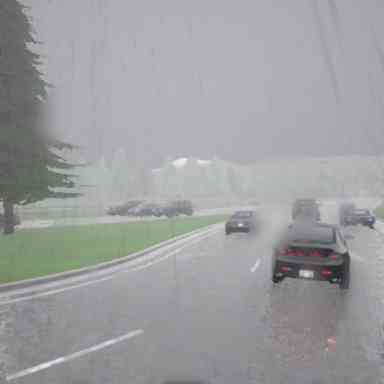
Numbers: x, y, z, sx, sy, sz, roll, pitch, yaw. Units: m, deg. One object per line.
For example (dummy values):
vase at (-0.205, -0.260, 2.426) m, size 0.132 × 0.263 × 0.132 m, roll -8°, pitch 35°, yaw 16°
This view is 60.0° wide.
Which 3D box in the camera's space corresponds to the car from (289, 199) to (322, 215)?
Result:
car at (10.500, 1.640, 30.329) m, size 2.150 × 2.045 × 5.566 m, roll -1°, pitch -1°, yaw 22°

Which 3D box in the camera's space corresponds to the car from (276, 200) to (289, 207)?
car at (20.931, 2.544, 73.889) m, size 2.033 × 1.411 × 5.357 m, roll -1°, pitch -1°, yaw 31°

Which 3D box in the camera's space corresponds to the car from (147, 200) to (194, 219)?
car at (-2.127, 1.950, 38.865) m, size 2.150 × 2.045 × 5.566 m, roll -1°, pitch -1°, yaw 39°

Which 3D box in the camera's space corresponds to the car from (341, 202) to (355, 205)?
car at (19.534, 1.999, 41.636) m, size 2.128 × 1.511 × 4.902 m, roll -1°, pitch -1°, yaw 26°

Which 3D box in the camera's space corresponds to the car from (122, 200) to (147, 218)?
car at (-5.642, 2.148, 40.187) m, size 2.097 × 1.767 × 4.553 m, roll -2°, pitch -1°, yaw 40°

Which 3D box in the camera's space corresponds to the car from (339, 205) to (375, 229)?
car at (11.884, 1.892, 24.180) m, size 1.895 × 1.301 × 4.718 m, roll -1°, pitch -1°, yaw 20°

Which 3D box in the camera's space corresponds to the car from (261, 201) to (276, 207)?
car at (17.921, 2.668, 75.671) m, size 1.895 × 1.301 × 4.718 m, roll -1°, pitch -1°, yaw 31°

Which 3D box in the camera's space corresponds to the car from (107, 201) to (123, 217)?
car at (-8.136, 2.091, 42.560) m, size 2.150 × 2.045 × 5.566 m, roll -1°, pitch -1°, yaw 40°

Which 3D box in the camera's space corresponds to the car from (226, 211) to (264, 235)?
car at (3.464, 1.909, 21.316) m, size 1.994 × 1.385 × 4.181 m, roll -1°, pitch -1°, yaw 18°

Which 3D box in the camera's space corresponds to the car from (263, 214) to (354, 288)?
car at (3.573, 1.643, 9.801) m, size 1.837 × 1.490 × 4.892 m, roll 0°, pitch -1°, yaw 23°

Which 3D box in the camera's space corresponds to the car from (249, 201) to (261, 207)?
car at (14.925, 2.738, 77.481) m, size 1.895 × 1.301 × 4.718 m, roll -1°, pitch -1°, yaw 31°

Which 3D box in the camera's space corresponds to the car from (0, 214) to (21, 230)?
car at (-16.042, 2.207, 25.294) m, size 5.357 × 1.411 × 2.033 m, roll 0°, pitch -1°, yaw -39°
